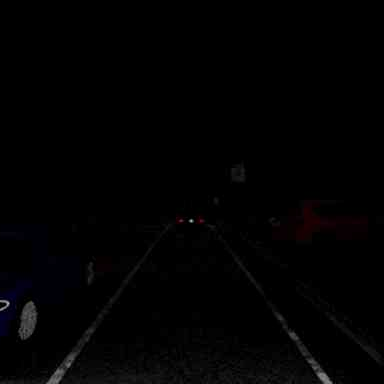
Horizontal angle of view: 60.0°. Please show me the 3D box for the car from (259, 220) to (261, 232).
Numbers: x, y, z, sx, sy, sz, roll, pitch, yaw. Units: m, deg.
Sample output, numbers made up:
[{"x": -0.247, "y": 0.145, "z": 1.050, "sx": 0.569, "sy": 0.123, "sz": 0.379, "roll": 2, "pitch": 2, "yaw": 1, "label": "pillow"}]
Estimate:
[{"x": 6.092, "y": 1.508, "z": 18.634, "sx": 4.553, "sy": 1.767, "sz": 2.185, "roll": 0, "pitch": -1, "yaw": -1, "label": "car"}]

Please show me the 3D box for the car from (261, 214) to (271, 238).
[{"x": 6.115, "y": 1.591, "z": 15.597, "sx": 5.008, "sy": 1.535, "sz": 2.097, "roll": 0, "pitch": -1, "yaw": -1, "label": "car"}]

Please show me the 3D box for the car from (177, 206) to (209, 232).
[{"x": -0.054, "y": 1.856, "z": 22.491, "sx": 2.033, "sy": 1.411, "sz": 5.357, "roll": 0, "pitch": -2, "yaw": 0, "label": "car"}]

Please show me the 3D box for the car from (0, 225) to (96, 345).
[{"x": -3.391, "y": 1.505, "z": 6.600, "sx": 1.882, "sy": 1.535, "sz": 5.008, "roll": 0, "pitch": 0, "yaw": 0, "label": "car"}]

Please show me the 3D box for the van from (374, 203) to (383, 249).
[{"x": 6.353, "y": 1.272, "z": 6.492, "sx": 4.442, "sy": 1.987, "sz": 1.878, "roll": 0, "pitch": 0, "yaw": -1, "label": "van"}]

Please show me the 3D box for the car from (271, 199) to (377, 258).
[{"x": 6.186, "y": 1.298, "z": 12.683, "sx": 5.566, "sy": 2.045, "sz": 2.435, "roll": 0, "pitch": -1, "yaw": -1, "label": "car"}]

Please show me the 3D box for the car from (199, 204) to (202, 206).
[{"x": -0.166, "y": 2.428, "z": 40.580, "sx": 2.128, "sy": 1.511, "sz": 4.902, "roll": 0, "pitch": -2, "yaw": 0, "label": "car"}]
